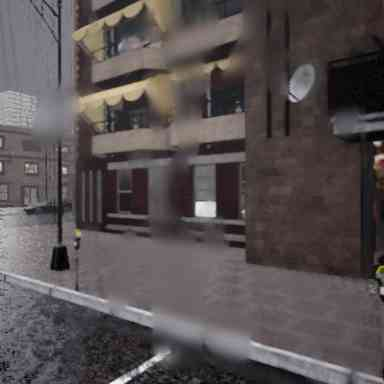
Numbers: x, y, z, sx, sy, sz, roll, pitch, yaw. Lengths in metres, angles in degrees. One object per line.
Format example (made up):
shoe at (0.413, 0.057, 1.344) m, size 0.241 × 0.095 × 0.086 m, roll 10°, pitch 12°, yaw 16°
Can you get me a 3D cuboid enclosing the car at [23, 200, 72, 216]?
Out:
car at (-13.079, 1.365, 30.376) m, size 1.947 × 1.339 × 4.313 m, roll 1°, pitch 1°, yaw 35°
